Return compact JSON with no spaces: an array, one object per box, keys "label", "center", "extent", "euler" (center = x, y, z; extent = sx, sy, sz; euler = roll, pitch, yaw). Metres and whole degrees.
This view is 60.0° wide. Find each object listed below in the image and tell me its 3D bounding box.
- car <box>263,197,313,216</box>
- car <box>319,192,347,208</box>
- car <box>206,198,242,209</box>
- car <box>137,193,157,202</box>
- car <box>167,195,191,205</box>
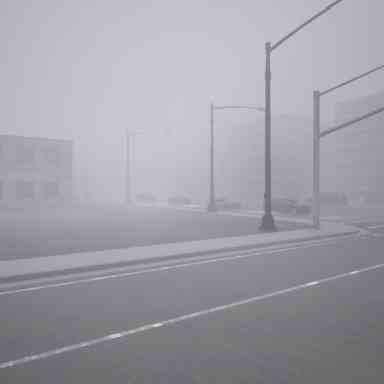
[{"label":"car","center":[9.066,1.345,31.972],"extent":[1.882,1.535,5.008],"euler":[0,1,-35]},{"label":"car","center":[17.774,1.010,44.312],"extent":[2.150,2.045,5.566],"euler":[0,1,-34]},{"label":"car","center":[3.769,1.332,39.667],"extent":[1.895,1.301,4.718],"euler":[0,1,-34]},{"label":"car","center":[-7.640,0.866,56.399],"extent":[2.128,1.511,4.902],"euler":[0,1,-34]},{"label":"car","center":[-1.885,1.120,47.934],"extent":[1.994,1.385,4.181],"euler":[0,1,-34]}]
